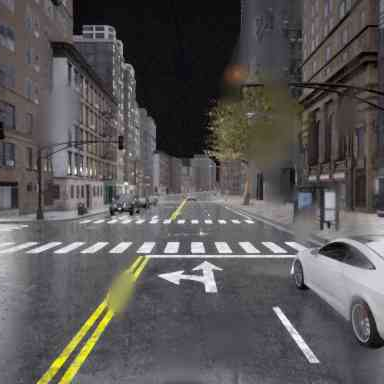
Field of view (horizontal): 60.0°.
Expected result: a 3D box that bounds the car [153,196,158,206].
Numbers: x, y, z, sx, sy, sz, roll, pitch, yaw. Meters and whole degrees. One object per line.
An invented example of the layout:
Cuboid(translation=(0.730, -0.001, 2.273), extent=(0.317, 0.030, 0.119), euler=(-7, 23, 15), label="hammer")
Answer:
Cuboid(translation=(-6.624, 1.420, 53.670), extent=(2.128, 1.511, 4.902), euler=(0, 0, 0), label="car")

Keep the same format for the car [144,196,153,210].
Cuboid(translation=(-6.626, 1.436, 43.352), extent=(1.882, 1.535, 5.008), euler=(0, 0, 0), label="car")

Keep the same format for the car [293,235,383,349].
Cuboid(translation=(3.346, 1.524, 6.128), extent=(1.812, 1.442, 4.674), euler=(0, 0, 0), label="car")

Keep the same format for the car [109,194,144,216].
Cuboid(translation=(-6.592, 1.197, 33.241), extent=(2.150, 2.045, 5.566), euler=(0, 0, 1), label="car")

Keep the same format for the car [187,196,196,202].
Cuboid(translation=(-0.042, 1.436, 73.490), extent=(1.895, 1.301, 4.718), euler=(0, 0, 0), label="car")
